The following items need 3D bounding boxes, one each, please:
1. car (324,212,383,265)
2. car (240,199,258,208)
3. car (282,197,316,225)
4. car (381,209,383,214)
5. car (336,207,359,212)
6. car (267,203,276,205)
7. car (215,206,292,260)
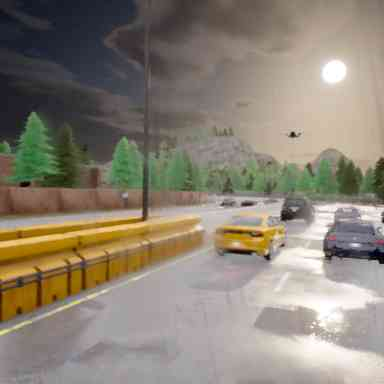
[{"bbox_3d":[6.086,1.687,12.483,1.994,1.385,4.181,1,0,25],"label":"car"},{"bbox_3d":[9.480,1.912,54.895,1.895,1.301,4.718,1,0,22],"label":"car"},{"bbox_3d":[8.544,1.427,26.502,2.150,2.045,5.566,1,0,25],"label":"car"},{"bbox_3d":[15.896,1.781,25.733,1.882,1.535,5.008,1,0,25],"label":"car"},{"bbox_3d":[11.299,1.782,24.131,2.033,1.411,5.357,1,0,25],"label":"car"},{"bbox_3d":[13.288,1.871,55.132,1.837,1.490,4.892,1,-1,21],"label":"car"},{"bbox_3d":[2.472,1.552,13.005,1.882,1.535,5.008,1,0,25],"label":"car"}]
